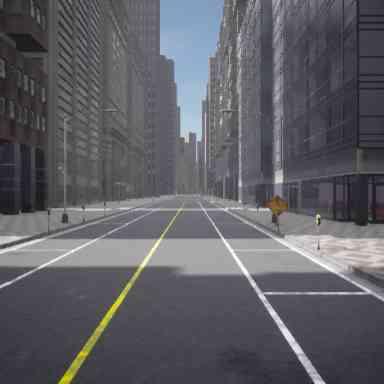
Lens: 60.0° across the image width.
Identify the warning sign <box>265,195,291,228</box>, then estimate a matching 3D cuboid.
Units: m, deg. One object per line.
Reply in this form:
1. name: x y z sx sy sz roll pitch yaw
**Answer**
1. warning sign: 5.064 1.114 19.680 1.300 1.860 1.060 0 0 0
